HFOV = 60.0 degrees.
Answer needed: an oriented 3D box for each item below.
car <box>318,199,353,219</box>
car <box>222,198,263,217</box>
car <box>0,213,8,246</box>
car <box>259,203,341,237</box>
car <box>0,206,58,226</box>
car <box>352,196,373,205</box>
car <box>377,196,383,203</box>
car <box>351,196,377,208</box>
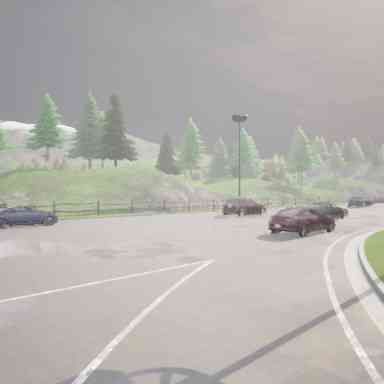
[{"bbox_3d":[10.718,1.546,26.969,5.357,1.411,2.033,0,0,-42],"label":"car"},{"bbox_3d":[4.958,1.350,31.199,4.553,1.767,2.097,0,0,-42],"label":"car"},{"bbox_3d":[-8.325,1.525,9.787,4.674,1.442,1.812,0,0,-42],"label":"car"},{"bbox_3d":[5.928,1.525,17.933,4.674,1.442,1.812,0,0,-42],"label":"car"},{"bbox_3d":[-10.975,1.563,21.538,4.181,1.385,1.994,0,0,-42],"label":"car"},{"bbox_3d":[30.148,1.523,58.776,4.674,1.442,1.812,0,0,-42],"label":"car"},{"bbox_3d":[37.471,1.549,65.388,4.181,1.385,1.994,0,0,-42],"label":"car"},{"bbox_3d":[25.005,1.350,49.290,4.553,1.767,2.097,0,0,-42],"label":"car"}]
